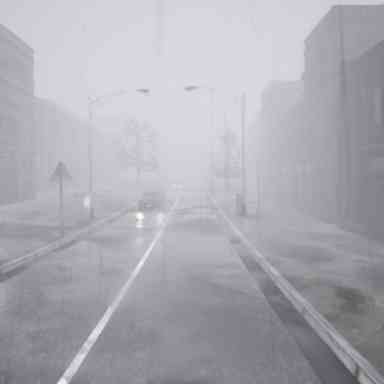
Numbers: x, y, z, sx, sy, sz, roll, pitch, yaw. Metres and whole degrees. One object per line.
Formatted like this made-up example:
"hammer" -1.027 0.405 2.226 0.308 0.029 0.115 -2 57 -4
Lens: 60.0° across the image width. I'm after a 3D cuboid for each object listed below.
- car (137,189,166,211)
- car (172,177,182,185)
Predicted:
"car" -3.091 0.577 26.143 1.837 1.490 4.892 0 4 0
"car" -2.986 -2.294 67.466 2.128 1.511 4.902 0 4 0
